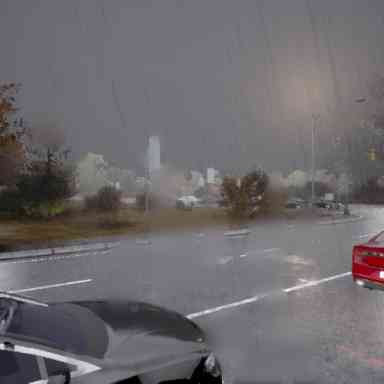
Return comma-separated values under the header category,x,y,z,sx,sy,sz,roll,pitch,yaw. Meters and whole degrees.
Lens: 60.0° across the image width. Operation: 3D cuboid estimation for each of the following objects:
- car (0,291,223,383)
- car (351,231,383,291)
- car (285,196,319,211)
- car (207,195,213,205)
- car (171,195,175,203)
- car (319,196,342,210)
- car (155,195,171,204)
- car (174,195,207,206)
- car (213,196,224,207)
category,x,y,z,sx,sy,sz,roll,pitch,yaw
car,-1.942,1.490,2.345,4.902,1.511,2.128,0,0,-35
car,5.776,1.445,7.856,5.008,1.535,1.882,0,0,-35
car,11.099,1.278,37.168,2.128,1.511,4.902,-1,0,-39
car,2.666,1.256,53.307,2.128,1.511,4.902,-1,0,-39
car,-3.828,1.261,61.479,2.128,1.511,4.902,-1,0,-38
car,14.713,1.247,38.268,2.128,1.511,4.902,-1,0,-39
car,-6.303,1.325,58.973,1.812,1.442,4.674,-1,0,-39
car,-0.270,1.321,51.366,1.812,1.442,4.674,-1,0,-38
car,5.399,1.143,44.285,2.097,1.767,4.553,-1,0,-39
